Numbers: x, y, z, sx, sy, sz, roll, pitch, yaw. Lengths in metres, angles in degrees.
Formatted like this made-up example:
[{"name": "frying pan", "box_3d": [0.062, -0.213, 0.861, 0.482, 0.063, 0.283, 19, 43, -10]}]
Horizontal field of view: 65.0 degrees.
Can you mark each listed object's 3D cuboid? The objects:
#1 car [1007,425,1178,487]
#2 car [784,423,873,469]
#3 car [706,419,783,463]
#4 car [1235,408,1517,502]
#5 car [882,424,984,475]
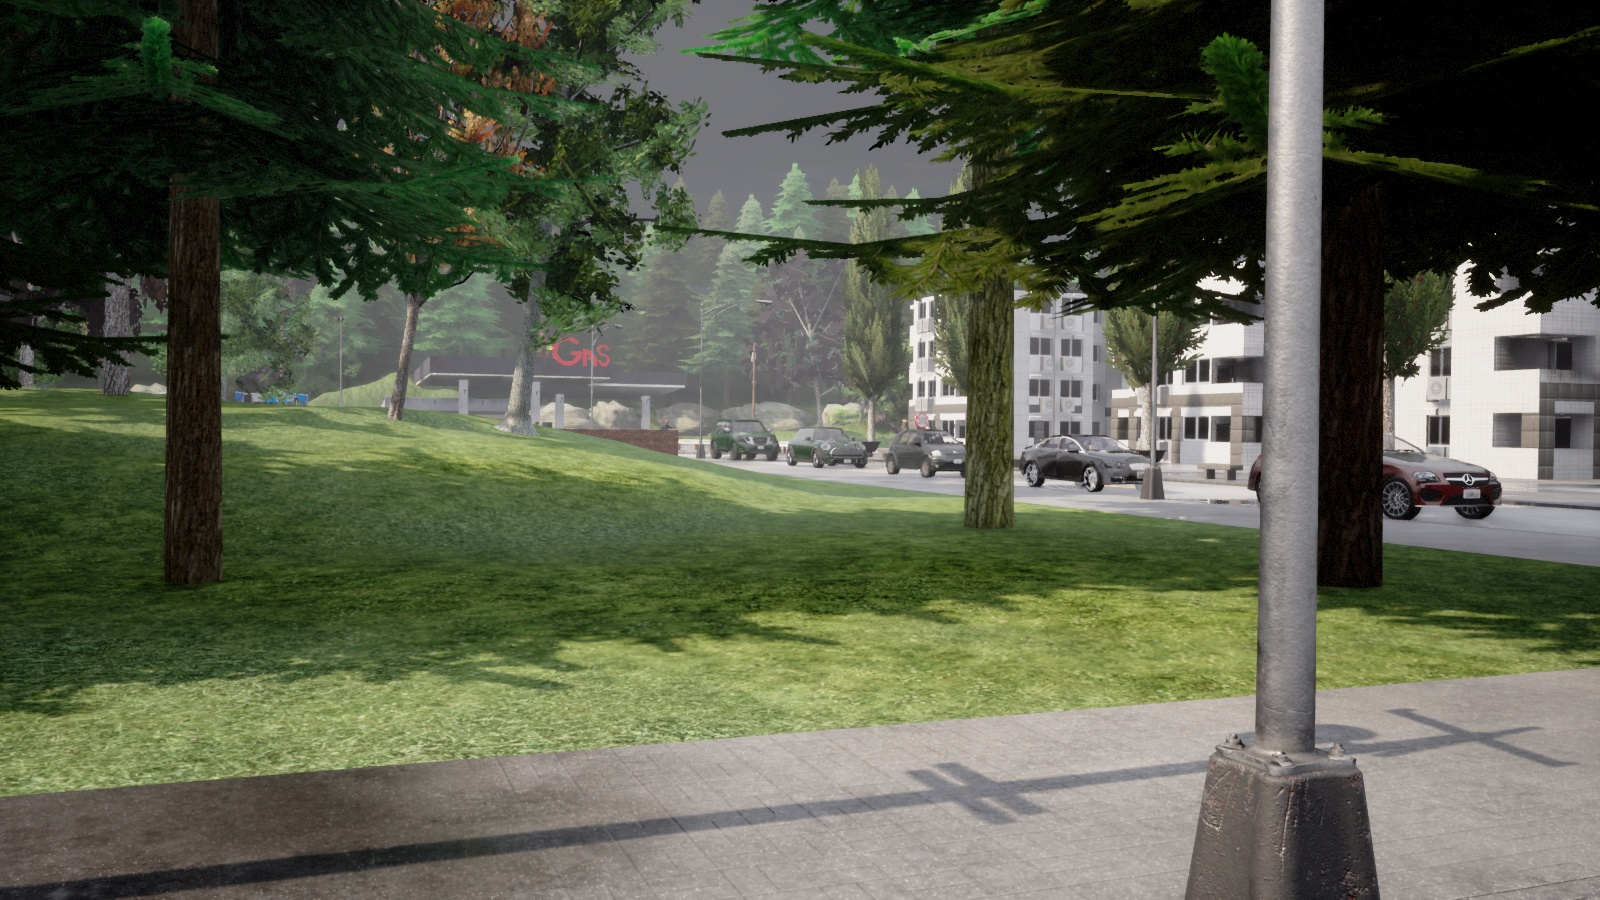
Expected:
[{"name": "car", "box_3d": [7.800, 0.117, 34.009, 2.128, 1.511, 4.902, -1, 1, -21]}, {"name": "car", "box_3d": [1.100, -0.196, 51.647, 2.097, 1.767, 4.553, -1, 1, -21]}, {"name": "car", "box_3d": [-2.805, -0.461, 61.951, 2.150, 2.045, 5.566, -1, 1, -20]}, {"name": "car", "box_3d": [11.236, 0.049, 24.984, 2.152, 1.651, 5.027, -1, 1, -21]}, {"name": "car", "box_3d": [4.463, -0.048, 42.792, 1.851, 1.617, 3.988, -1, 1, -21]}]
